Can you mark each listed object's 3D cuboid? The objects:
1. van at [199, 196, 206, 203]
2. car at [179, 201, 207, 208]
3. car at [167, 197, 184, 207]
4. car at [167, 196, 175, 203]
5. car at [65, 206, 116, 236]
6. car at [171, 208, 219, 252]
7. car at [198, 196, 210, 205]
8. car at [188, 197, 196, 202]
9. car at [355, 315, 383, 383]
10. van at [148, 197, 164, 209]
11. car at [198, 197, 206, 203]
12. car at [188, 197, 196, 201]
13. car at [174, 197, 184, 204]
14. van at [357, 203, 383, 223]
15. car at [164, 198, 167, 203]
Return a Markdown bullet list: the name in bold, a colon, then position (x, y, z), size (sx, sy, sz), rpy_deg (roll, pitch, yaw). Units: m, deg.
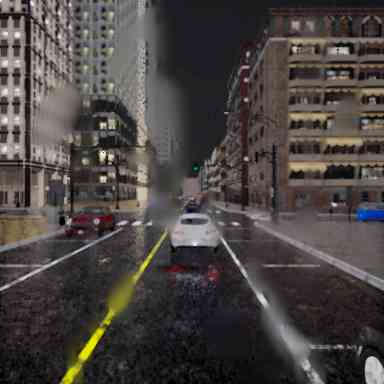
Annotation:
- **van**: position (2.690, 1.878, 84.795), size (1.690, 1.788, 3.998), rpy_deg (0, 0, 0)
- **car**: position (0.123, 1.784, 30.071), size (1.994, 1.385, 4.181), rpy_deg (1, 0, 0)
- **car**: position (-3.037, 1.856, 61.059), size (1.882, 1.535, 5.008), rpy_deg (0, 0, 1)
- **car**: position (-5.690, 2.014, 90.344), size (1.967, 1.590, 4.097), rpy_deg (0, 0, 0)
- **car**: position (-5.691, 1.554, 19.015), size (1.967, 1.590, 4.097), rpy_deg (0, 0, 0)
- **car**: position (0.101, 1.610, 14.106), size (1.812, 1.442, 4.674), rpy_deg (0, 0, 0)
- **car**: position (2.690, 1.741, 68.143), size (2.192, 1.841, 5.009), rpy_deg (0, 0, 0)
- **car**: position (0.004, 1.981, 90.989), size (1.994, 1.385, 4.181), rpy_deg (0, 0, 0)
- **car**: position (2.690, 1.564, 2.068), size (2.008, 1.369, 4.403), rpy_deg (0, 0, 0)
- **van**: position (-5.690, 1.657, 51.489), size (1.690, 1.788, 3.998), rpy_deg (0, 0, 0)
- **car**: position (2.691, 2.125, 90.344), size (2.008, 1.369, 4.403), rpy_deg (0, 0, 0)
- **car**: position (0.005, 2.025, 80.566), size (2.128, 1.511, 4.902), rpy_deg (0, 0, 0)
- **car**: position (-2.998, 2.006, 76.515), size (2.128, 1.511, 4.902), rpy_deg (0, 0, 0)
- **van**: position (16.930, 1.883, 29.746), size (3.998, 1.788, 1.690), rpy_deg (1, -1, 0)
- **car**: position (-5.690, 1.986, 73.521), size (1.752, 1.417, 4.829), rpy_deg (0, 0, 0)
